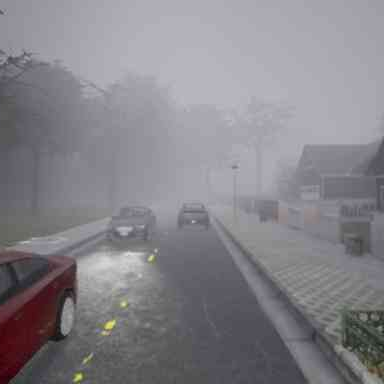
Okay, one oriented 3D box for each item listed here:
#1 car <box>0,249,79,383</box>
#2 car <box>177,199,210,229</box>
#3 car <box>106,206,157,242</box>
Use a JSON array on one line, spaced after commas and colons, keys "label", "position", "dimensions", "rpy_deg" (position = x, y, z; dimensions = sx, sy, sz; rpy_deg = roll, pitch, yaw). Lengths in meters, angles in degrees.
[{"label": "car", "position": [-2.836, 1.473, 3.651], "dimensions": [1.882, 1.535, 5.008], "rpy_deg": [0, 0, 0]}, {"label": "car", "position": [0.096, 1.453, 21.128], "dimensions": [2.128, 1.511, 4.902], "rpy_deg": [0, 0, 0]}, {"label": "car", "position": [-2.806, 1.463, 16.277], "dimensions": [2.128, 1.511, 4.902], "rpy_deg": [0, 0, 0]}]
